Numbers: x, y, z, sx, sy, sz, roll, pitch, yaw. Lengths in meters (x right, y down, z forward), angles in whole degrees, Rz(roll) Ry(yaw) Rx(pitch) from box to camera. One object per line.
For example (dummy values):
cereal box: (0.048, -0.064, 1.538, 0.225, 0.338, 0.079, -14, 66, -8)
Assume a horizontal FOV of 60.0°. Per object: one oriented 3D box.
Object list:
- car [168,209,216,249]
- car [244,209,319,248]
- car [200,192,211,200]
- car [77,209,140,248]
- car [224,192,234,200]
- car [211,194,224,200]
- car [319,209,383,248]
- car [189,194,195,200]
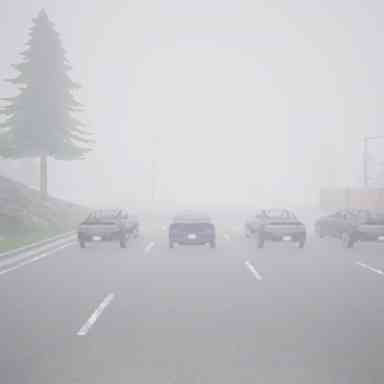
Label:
car: (0.000, 1.482, 14.653, 1.882, 1.535, 5.008, 0, 0, 0)
car: (3.500, 1.492, 14.653, 2.128, 1.511, 4.902, 0, 0, 0)
car: (3.500, 1.447, 93.667, 1.994, 1.385, 4.181, 0, 0, 0)
car: (-3.500, 1.492, 14.653, 2.128, 1.511, 4.902, 0, 0, 0)
car: (10.500, 1.106, 93.373, 2.150, 2.045, 5.566, 0, 0, 0)
car: (7.000, 1.421, 93.690, 2.128, 1.511, 4.902, 0, 0, 0)
car: (7.000, 1.492, 14.653, 2.128, 1.511, 4.902, 0, 0, 0)
car: (0.000, 1.382, 93.362, 1.837, 1.490, 4.892, 0, 0, 0)
